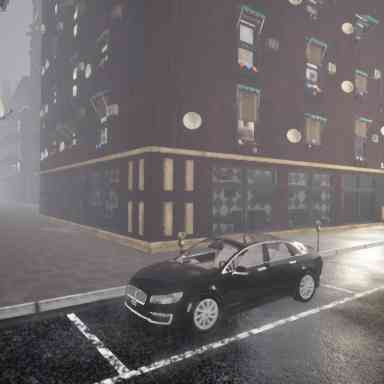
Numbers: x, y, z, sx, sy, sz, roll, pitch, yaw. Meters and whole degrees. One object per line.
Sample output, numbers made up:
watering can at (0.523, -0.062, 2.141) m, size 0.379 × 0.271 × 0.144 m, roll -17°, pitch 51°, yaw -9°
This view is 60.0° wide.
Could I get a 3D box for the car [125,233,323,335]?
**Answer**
car at (0.840, 1.552, 6.650) m, size 4.403 × 1.369 × 2.008 m, roll 0°, pitch 1°, yaw -36°
